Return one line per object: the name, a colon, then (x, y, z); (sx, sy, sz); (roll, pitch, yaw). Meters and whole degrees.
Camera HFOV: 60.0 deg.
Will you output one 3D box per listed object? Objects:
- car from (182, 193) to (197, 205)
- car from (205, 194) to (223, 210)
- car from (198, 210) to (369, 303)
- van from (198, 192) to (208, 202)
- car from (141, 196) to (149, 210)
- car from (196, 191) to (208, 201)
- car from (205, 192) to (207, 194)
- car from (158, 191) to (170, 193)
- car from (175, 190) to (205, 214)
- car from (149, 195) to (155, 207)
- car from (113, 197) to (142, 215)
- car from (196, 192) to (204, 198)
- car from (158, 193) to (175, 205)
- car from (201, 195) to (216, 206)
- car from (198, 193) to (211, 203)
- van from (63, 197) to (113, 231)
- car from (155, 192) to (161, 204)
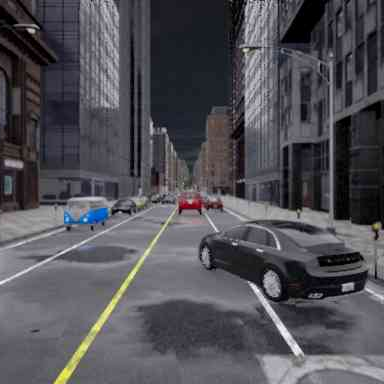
car: (-0.320, 0.982, 49.298); (2.097, 1.767, 4.553); (0, 0, 0)
car: (2.372, 1.273, 36.071); (1.887, 1.381, 4.507); (1, 0, 0)
car: (1.834, 1.443, 8.256); (1.837, 1.490, 4.892); (-1, 1, -25)
van: (2.136, 0.862, 64.189); (1.690, 1.788, 3.998); (1, 0, 0)
car: (-6.152, 1.254, 35.835); (1.752, 1.417, 4.829); (1, 0, 0)
car: (2.089, 0.796, 69.813); (2.192, 1.841, 5.009); (1, 0, 0)
car: (2.325, 1.126, 41.694); (1.967, 1.590, 4.097); (1, 0, 0)
car: (-6.436, 0.796, 69.749); (2.192, 1.841, 5.009); (1, 0, 0)
car: (-0.174, 0.981, 31.983); (2.150, 2.045, 5.566); (0, 1, 0)
car: (-6.201, 1.237, 41.630); (2.008, 1.369, 4.403); (1, 0, 0)
car: (-6.106, 1.336, 30.381); (1.947, 1.339, 4.313); (1, 0, 0)
car: (1.945, 0.803, 86.686); (1.967, 1.590, 4.097); (1, 0, 0)
car: (-3.451, 1.193, 49.390); (1.994, 1.385, 4.181); (0, 0, 0)
car: (2.277, 1.189, 47.319); (1.887, 1.381, 4.507); (1, 0, 0)
car: (2.183, 1.002, 58.566); (1.967, 1.590, 4.097); (1, 0, 0)
van: (-6.009, 1.195, 19.131); (1.690, 1.788, 3.998); (1, 0, 0)
car: (-6.296, 1.169, 52.878); (1.947, 1.339, 4.313); (1, 0, 0)
